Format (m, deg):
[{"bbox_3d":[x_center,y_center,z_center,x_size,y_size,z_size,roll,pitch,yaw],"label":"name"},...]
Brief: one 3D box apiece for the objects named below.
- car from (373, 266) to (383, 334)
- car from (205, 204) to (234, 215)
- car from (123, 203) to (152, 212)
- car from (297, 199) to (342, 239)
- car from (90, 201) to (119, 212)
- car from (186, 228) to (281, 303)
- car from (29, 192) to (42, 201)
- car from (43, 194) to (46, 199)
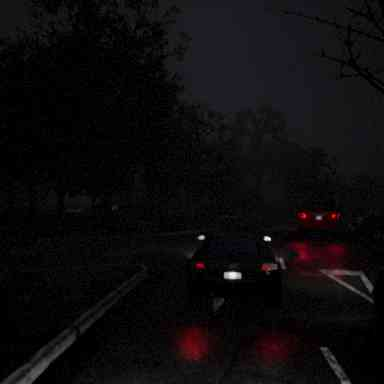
[{"bbox_3d":[3.649,1.228,2.578,2.150,2.045,5.566,0,0,3],"label":"car"},{"bbox_3d":[3.582,2.262,43.964,1.812,1.442,4.674,1,-2,-33],"label":"car"},{"bbox_3d":[-8.491,2.415,51.720,4.674,1.442,1.812,0,-1,21],"label":"car"},{"bbox_3d":[7.247,1.422,19.001,2.150,2.045,5.566,0,-1,21],"label":"car"},{"bbox_3d":[-14.477,2.304,54.959,4.553,1.767,2.097,0,-1,-6],"label":"car"},{"bbox_3d":[1.058,1.608,8.439,1.994,1.385,4.181,0,-1,8],"label":"car"},{"bbox_3d":[-37.760,1.556,79.558,1.946,1.575,5.366,0,2,-16],"label":"car"},{"bbox_3d":[-39.248,1.336,84.873,1.946,1.575,5.366,0,2,-16],"label":"car"}]
